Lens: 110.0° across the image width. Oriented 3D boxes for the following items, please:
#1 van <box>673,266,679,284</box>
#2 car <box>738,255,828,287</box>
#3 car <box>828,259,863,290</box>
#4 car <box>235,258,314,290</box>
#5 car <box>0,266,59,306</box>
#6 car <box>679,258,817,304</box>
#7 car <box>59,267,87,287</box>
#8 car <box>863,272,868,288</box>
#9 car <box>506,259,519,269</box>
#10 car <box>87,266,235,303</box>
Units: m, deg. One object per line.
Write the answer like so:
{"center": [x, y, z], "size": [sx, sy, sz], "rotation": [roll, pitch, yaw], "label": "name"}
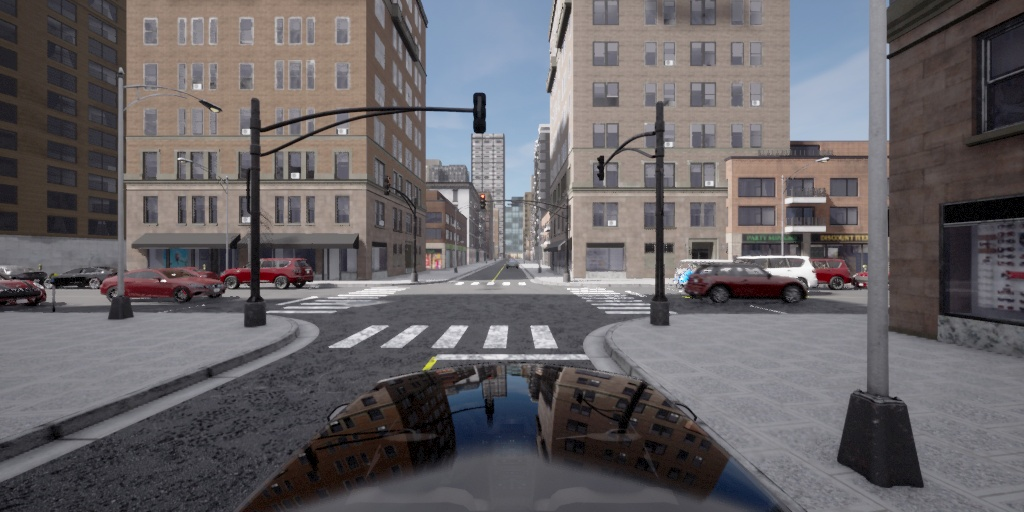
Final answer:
{"center": [12.035, 1.108, 21.870], "size": [3.998, 1.789, 1.690], "rotation": [0, 0, 0], "label": "van"}
{"center": [12.956, 0.990, 19.106], "size": [5.566, 2.045, 2.150], "rotation": [0, 0, 0], "label": "car"}
{"center": [17.631, 1.086, 21.839], "size": [5.009, 1.841, 2.192], "rotation": [0, 0, 0], "label": "car"}
{"center": [-14.913, 1.059, 22.023], "size": [5.009, 1.841, 2.192], "rotation": [0, 0, 0], "label": "car"}
{"center": [-20.459, 1.179, 13.528], "size": [4.097, 1.591, 1.967], "rotation": [0, 0, 0], "label": "car"}
{"center": [10.283, 1.118, 15.923], "size": [4.553, 1.767, 2.097], "rotation": [0, 0, 0], "label": "car"}
{"center": [-25.959, 1.299, 22.085], "size": [4.313, 1.339, 1.948], "rotation": [0, 0, 0], "label": "car"}
{"center": [23.227, 1.216, 21.808], "size": [4.097, 1.591, 1.967], "rotation": [0, 0, 0], "label": "car"}
{"center": [0.051, 1.339, 58.664], "size": [1.994, 1.385, 4.181], "rotation": [0, 0, -1], "label": "car"}
{"center": [-15.561, 1.270, 16.077], "size": [4.674, 1.442, 1.812], "rotation": [0, 0, 0], "label": "car"}
